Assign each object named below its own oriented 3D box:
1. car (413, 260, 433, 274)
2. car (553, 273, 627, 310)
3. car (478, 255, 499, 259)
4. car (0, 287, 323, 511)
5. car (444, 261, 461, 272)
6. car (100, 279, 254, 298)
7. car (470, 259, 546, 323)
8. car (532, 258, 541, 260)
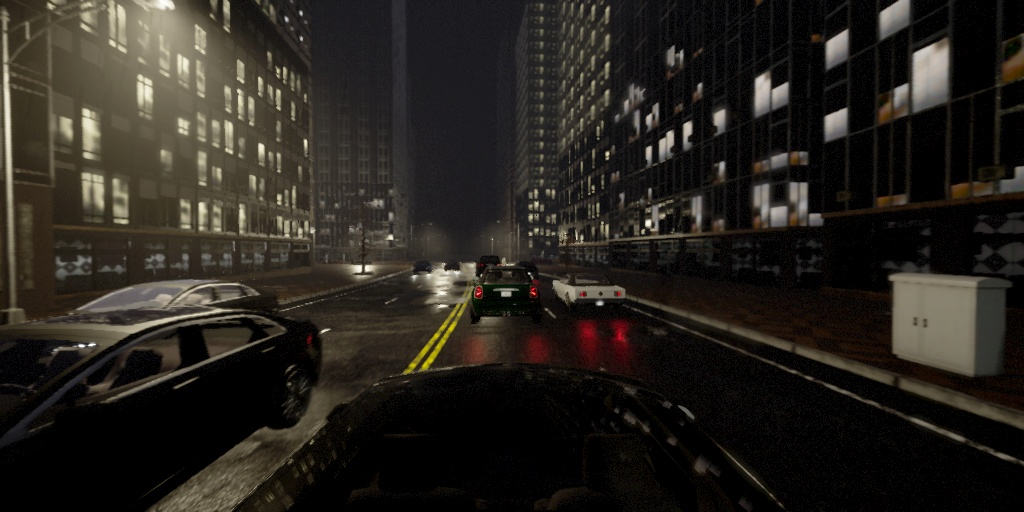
[{"bbox_3d":[-10.191,1.229,41.143,1.882,1.535,5.008,0,0,-9],"label":"car"},{"bbox_3d":[2.893,1.334,14.523,1.895,1.301,4.718,0,0,-3],"label":"car"},{"bbox_3d":[-2.168,0.950,32.534,2.150,2.045,5.566,0,0,-8],"label":"car"},{"bbox_3d":[-3.417,1.248,2.828,2.128,1.511,4.902,0,0,-1],"label":"car"},{"bbox_3d":[-7.624,1.297,45.893,1.994,1.385,4.181,0,0,-9],"label":"car"},{"bbox_3d":[-6.748,1.255,7.077,2.128,1.511,4.902,0,0,-2],"label":"car"},{"bbox_3d":[-0.268,1.096,12.308,2.097,1.767,4.553,0,0,-3],"label":"car"},{"bbox_3d":[1.125,1.220,32.321,1.837,1.490,4.892,0,0,-8],"label":"car"}]
